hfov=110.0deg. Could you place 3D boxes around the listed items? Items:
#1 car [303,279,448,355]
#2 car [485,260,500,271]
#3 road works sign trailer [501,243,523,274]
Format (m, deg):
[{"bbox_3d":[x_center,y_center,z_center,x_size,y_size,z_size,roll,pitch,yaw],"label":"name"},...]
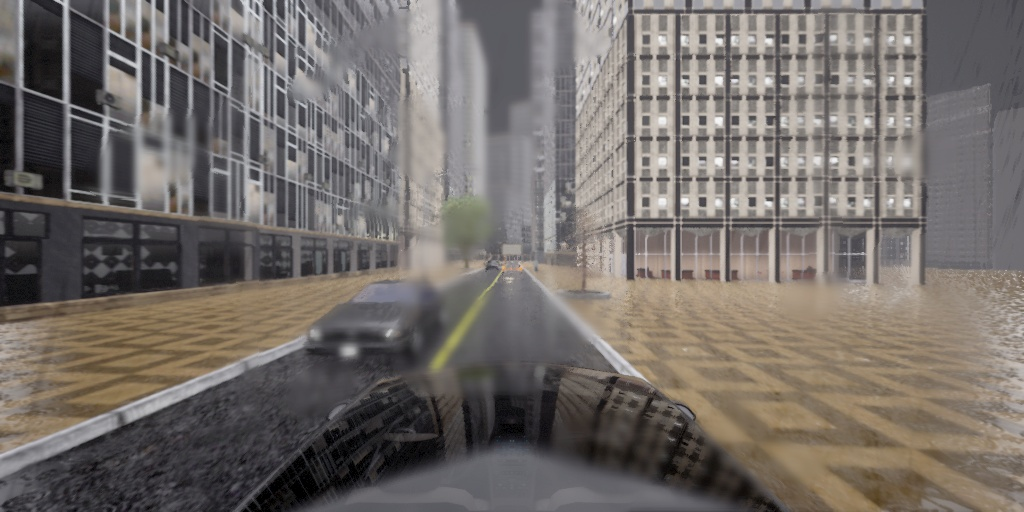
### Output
[{"bbox_3d":[-2.851,1.299,8.954,2.033,1.411,5.357,0,0,0],"label":"car"},{"bbox_3d":[-2.804,1.323,51.666,1.837,1.490,4.892,0,0,0],"label":"car"},{"bbox_3d":[0.007,0.264,41.918,2.380,3.560,2.880,0,0,0],"label":"road works sign trailer"}]
